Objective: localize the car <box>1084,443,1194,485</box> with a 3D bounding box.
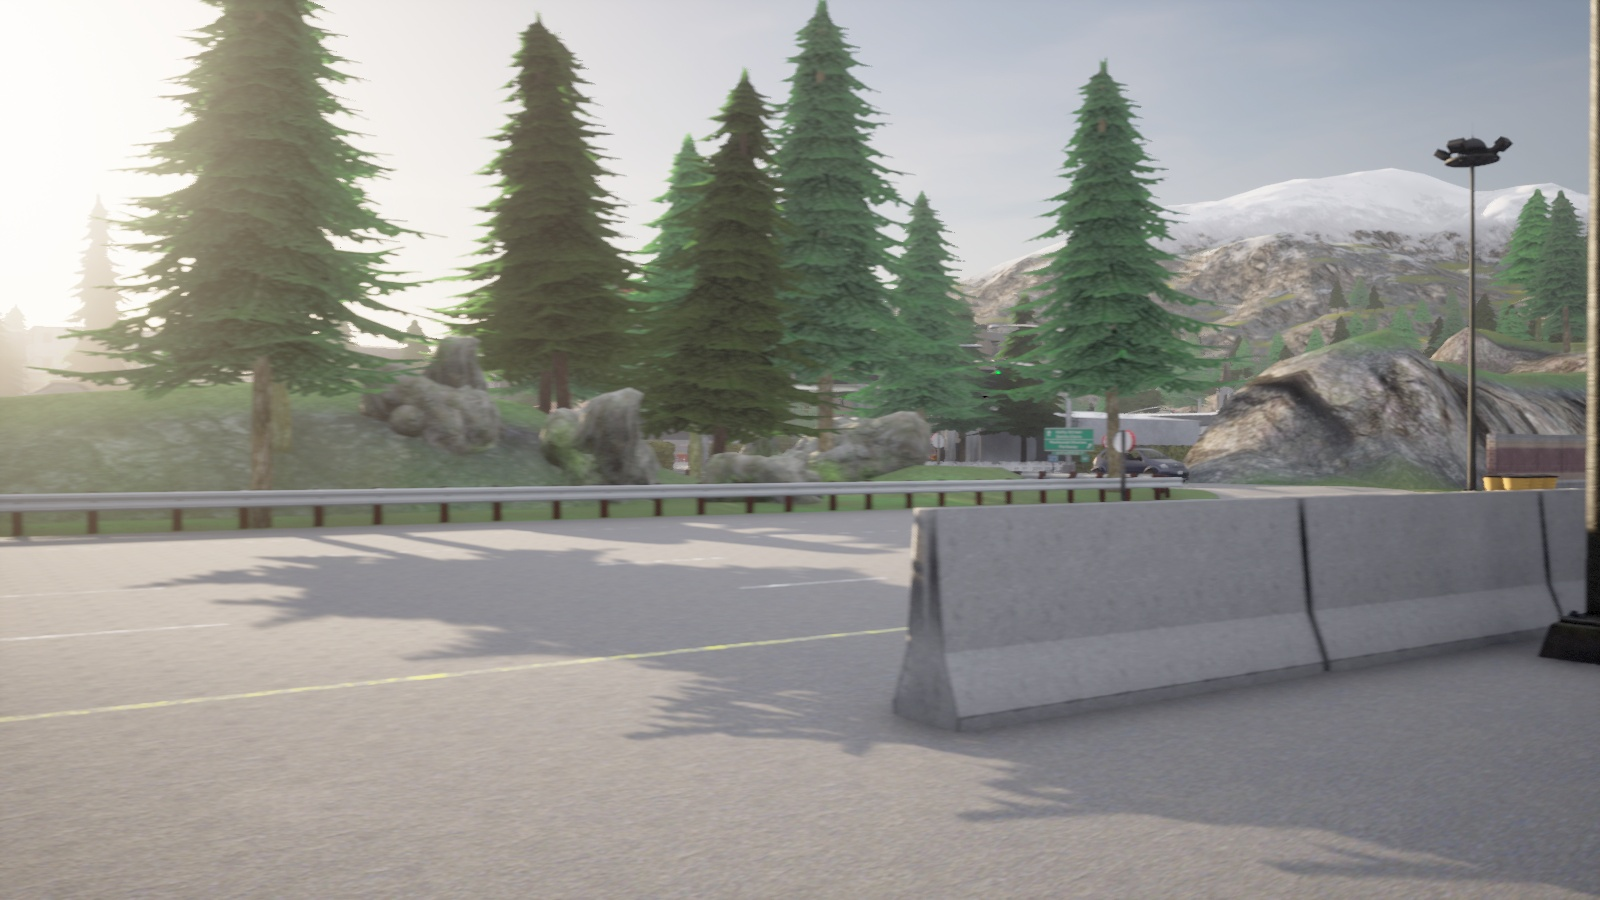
[{"bbox_3d":[13.608,0.545,50.596,1.851,1.617,3.988,0,0,-35],"label":"car"}]
